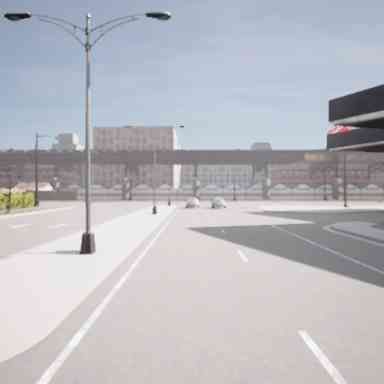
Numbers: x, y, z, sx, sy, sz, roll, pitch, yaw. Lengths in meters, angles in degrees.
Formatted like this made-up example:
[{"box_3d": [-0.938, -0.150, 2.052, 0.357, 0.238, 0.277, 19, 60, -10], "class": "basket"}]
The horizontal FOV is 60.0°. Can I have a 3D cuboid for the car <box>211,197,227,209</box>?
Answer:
[{"box_3d": [3.602, 1.457, 45.132, 1.812, 1.442, 4.674, 0, 0, 1], "class": "car"}]

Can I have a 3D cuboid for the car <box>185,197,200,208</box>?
[{"box_3d": [0.106, 1.456, 45.847, 1.812, 1.442, 4.674, 0, 0, 0], "class": "car"}]
